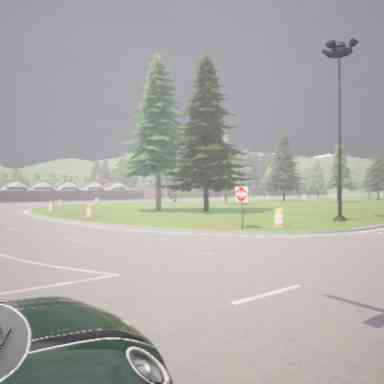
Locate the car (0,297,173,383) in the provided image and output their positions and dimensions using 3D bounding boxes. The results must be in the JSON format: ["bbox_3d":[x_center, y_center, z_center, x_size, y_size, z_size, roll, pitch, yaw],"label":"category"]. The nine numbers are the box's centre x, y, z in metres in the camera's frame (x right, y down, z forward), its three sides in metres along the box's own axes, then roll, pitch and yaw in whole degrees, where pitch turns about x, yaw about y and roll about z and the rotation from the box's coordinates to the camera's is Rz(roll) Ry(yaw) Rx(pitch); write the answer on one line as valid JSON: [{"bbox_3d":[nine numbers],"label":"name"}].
[{"bbox_3d":[-2.318,1.359,2.094,4.553,1.767,2.097,-1,0,-35],"label":"car"}]
